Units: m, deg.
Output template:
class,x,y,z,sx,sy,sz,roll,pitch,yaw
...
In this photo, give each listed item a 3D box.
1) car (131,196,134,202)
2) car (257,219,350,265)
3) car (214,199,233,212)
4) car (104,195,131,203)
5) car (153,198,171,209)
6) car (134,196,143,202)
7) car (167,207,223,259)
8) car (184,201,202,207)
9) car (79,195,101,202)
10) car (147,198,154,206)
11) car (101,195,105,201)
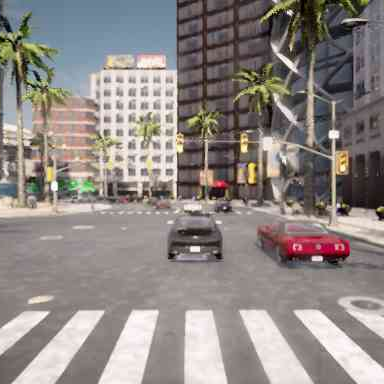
class,x,y,z,sx,sy,sz,roll,pitch,yaw
car,-15.952,1.592,74.588,5.008,1.535,1.882,0,0,35
car,3.601,1.619,11.755,1.895,1.301,4.718,0,0,0
car,3.590,1.586,38.925,1.812,1.442,4.674,0,0,0
car,-15.733,1.607,70.022,4.892,1.490,1.837,0,0,41
car,-3.913,1.634,45.661,1.994,1.385,4.181,0,0,-4
car,-13.495,1.618,77.126,4.892,1.490,1.837,0,0,35
car,0.101,1.525,12.725,1.837,1.490,4.892,0,0,0
car,0.102,1.657,36.329,1.895,1.301,4.718,0,0,0
car,-24.927,1.587,79.618,4.674,1.442,1.812,0,0,22
car,-6.283,1.651,56.974,1.994,1.385,4.181,0,0,-22
car,-22.275,1.495,82.276,4.902,1.511,2.128,0,0,22
